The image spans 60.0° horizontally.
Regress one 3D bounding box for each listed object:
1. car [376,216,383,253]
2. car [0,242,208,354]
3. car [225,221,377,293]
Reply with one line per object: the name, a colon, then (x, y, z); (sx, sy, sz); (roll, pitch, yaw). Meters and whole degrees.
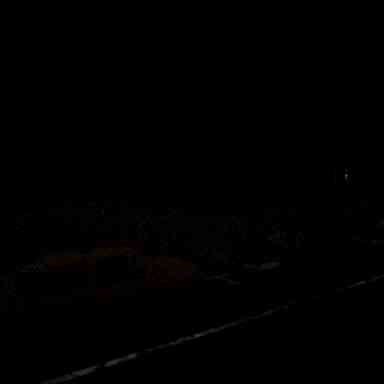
car: (7.398, 1.492, 11.924); (4.206, 1.307, 1.802); (0, 0, -35)
car: (-1.986, 1.517, 5.233); (4.829, 1.417, 1.752); (0, 0, -35)
car: (2.776, 1.532, 8.628); (4.206, 1.307, 1.802); (0, 0, -35)
